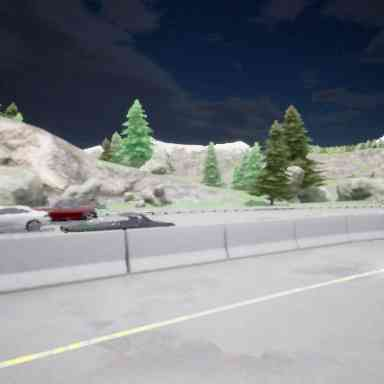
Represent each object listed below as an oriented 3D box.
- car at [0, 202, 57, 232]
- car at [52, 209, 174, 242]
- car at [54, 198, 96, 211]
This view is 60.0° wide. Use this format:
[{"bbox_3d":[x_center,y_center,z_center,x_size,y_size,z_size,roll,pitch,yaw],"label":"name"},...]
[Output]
[{"bbox_3d":[-10.172,1.471,18.073,4.674,1.442,1.812,0,0,-34],"label":"car"},{"bbox_3d":[-3.214,1.556,14.340,4.718,1.301,1.895,0,0,-33],"label":"car"},{"bbox_3d":[-8.963,1.281,23.059,4.553,1.767,2.097,0,0,-33],"label":"car"}]
